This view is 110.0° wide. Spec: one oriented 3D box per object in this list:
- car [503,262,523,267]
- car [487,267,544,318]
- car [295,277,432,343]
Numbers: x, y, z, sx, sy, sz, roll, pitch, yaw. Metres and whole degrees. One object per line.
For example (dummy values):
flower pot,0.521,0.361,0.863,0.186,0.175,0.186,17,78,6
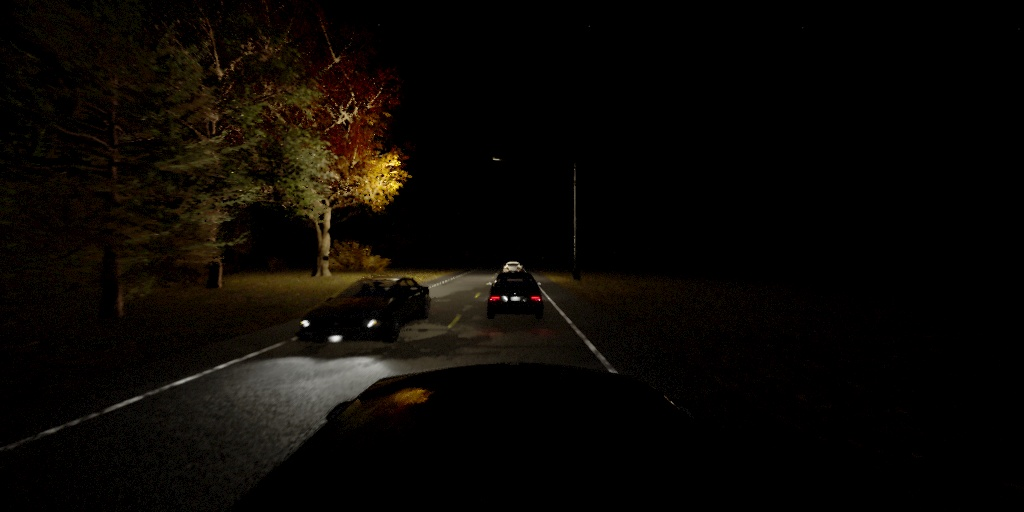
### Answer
car,0.094,1.290,34.795,1.812,1.442,4.674,0,0,0
car,0.098,1.301,13.019,2.033,1.411,5.357,0,0,0
car,-3.600,1.300,9.973,2.033,1.411,5.357,0,0,0
